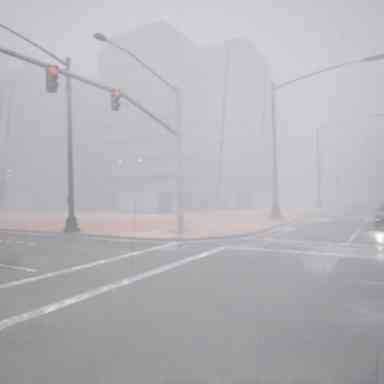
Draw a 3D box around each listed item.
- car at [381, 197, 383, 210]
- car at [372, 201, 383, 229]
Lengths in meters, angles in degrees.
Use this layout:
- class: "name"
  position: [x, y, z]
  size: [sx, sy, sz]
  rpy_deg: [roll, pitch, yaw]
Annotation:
- class: "car"
  position: [22.080, 1.239, 36.695]
  size: [1.895, 1.301, 4.718]
  rpy_deg: [-1, 0, 32]
- class: "car"
  position: [11.932, 1.352, 19.817]
  size: [2.033, 1.411, 5.357]
  rpy_deg: [-1, 0, 31]
